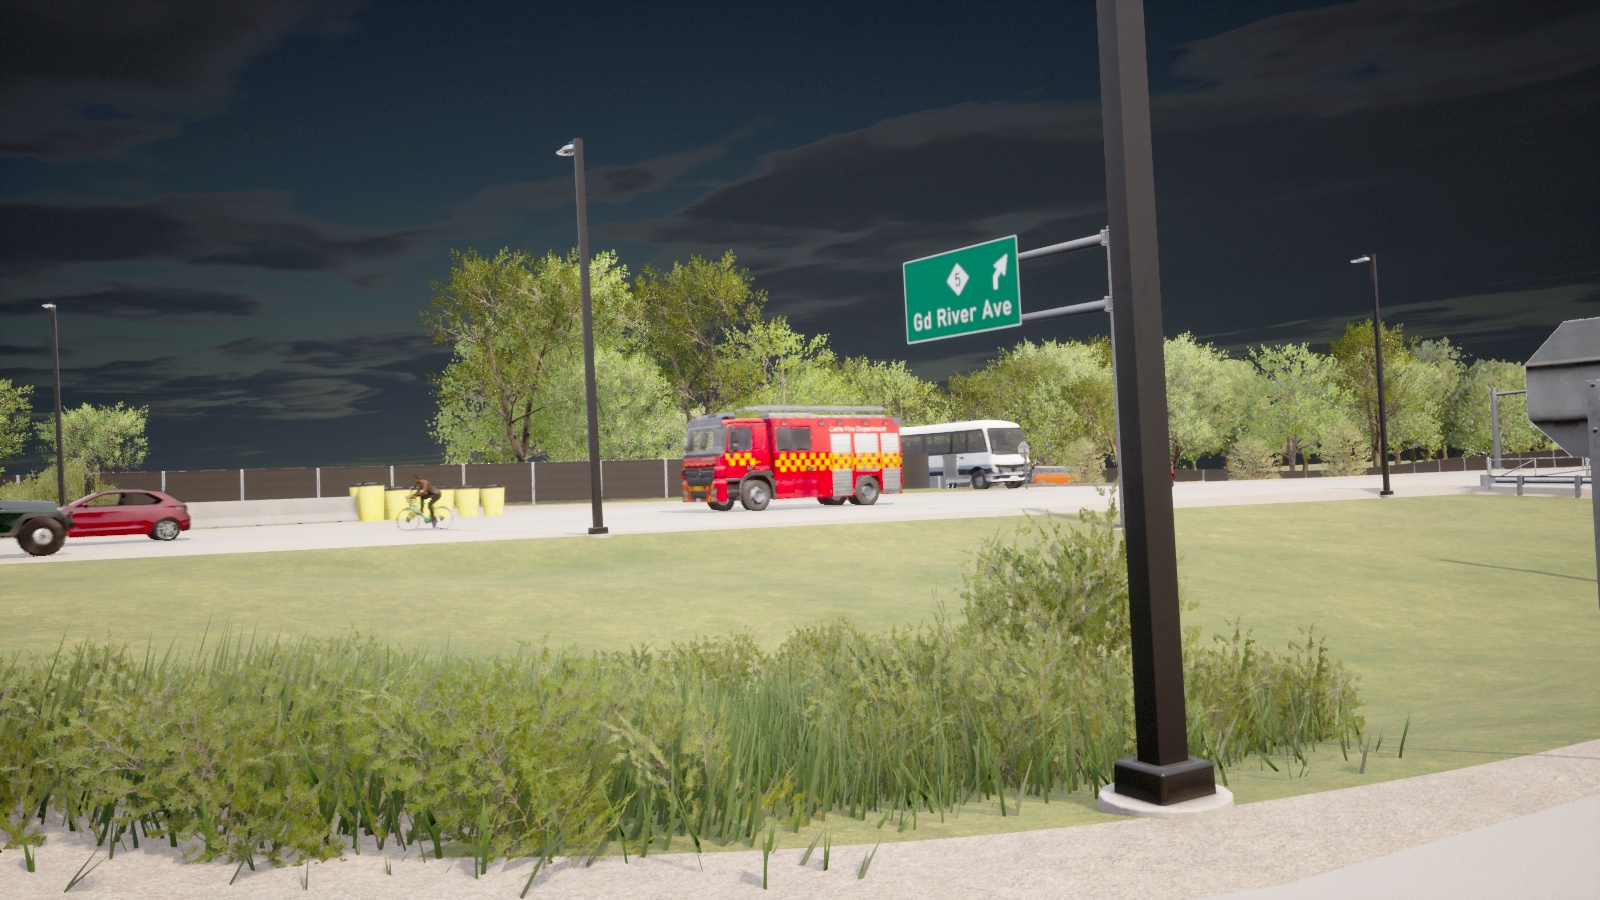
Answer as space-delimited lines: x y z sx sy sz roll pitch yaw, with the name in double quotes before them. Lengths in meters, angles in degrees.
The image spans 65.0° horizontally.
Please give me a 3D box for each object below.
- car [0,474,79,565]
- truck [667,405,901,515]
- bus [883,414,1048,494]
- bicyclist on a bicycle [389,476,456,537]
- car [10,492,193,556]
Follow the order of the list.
"car" -17.758 1.534 26.871 3.866 1.878 1.905 -2 -2 -35
"truck" -0.491 0.312 47.368 8.468 3.827 2.891 -2 -2 -35
"bus" 10.032 0.343 77.546 3.944 4.253 10.273 -2 -2 -35
"bicyclist on a bicycle" -10.795 1.607 35.929 1.656 1.620 0.582 -2 -1 -35
"car" -19.115 1.995 34.423 4.193 1.474 1.816 -2 -2 -35
